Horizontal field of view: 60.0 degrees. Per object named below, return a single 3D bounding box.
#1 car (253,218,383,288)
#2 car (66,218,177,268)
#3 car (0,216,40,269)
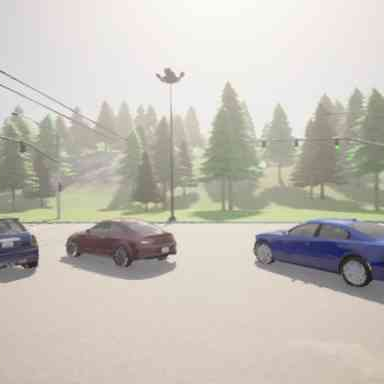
[{"bbox_3d":[3.855,1.482,9.492,1.882,1.535,5.008,0,-1,-31],"label":"car"},{"bbox_3d":[-2.570,1.640,11.693,4.674,1.442,1.812,-1,-1,40],"label":"car"},{"bbox_3d":[-6.889,1.522,10.499,4.553,1.767,2.097,-1,0,35],"label":"car"}]
